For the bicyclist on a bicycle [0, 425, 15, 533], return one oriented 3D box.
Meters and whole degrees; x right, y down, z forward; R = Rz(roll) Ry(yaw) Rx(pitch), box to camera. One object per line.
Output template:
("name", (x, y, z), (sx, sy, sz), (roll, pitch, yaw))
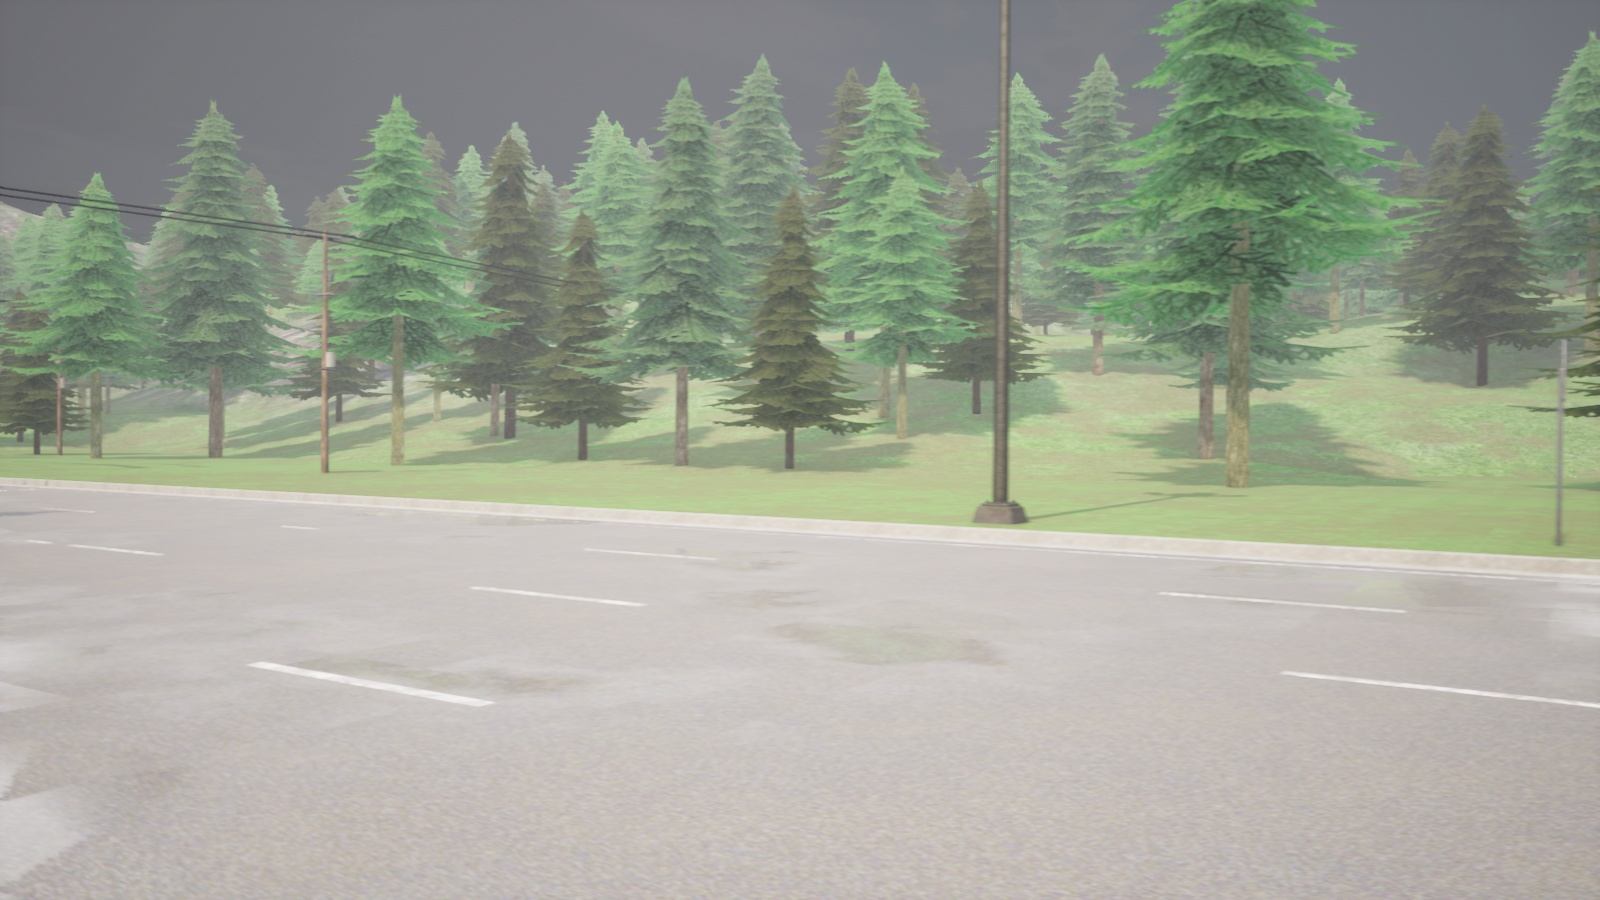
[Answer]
("bicyclist on a bicycle", (-13.973, 0.475, 21.018), (1.843, 1.776, 0.659), (0, 1, 33))
